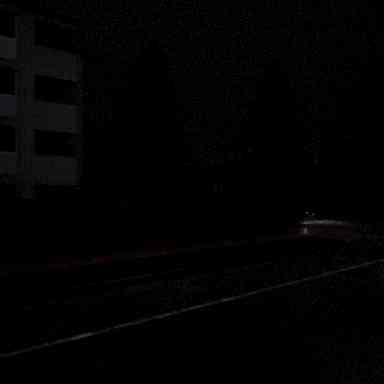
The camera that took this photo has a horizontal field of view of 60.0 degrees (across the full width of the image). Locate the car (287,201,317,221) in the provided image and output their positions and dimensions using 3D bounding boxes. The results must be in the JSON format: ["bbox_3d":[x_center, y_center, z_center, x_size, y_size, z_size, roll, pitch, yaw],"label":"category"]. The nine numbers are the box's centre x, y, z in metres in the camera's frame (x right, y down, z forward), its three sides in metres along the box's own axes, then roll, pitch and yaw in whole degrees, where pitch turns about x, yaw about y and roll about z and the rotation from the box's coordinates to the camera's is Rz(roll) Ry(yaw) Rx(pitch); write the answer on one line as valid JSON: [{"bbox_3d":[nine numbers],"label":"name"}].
[{"bbox_3d":[7.820,1.470,27.316,1.837,1.490,4.892,0,0,-36],"label":"car"}]

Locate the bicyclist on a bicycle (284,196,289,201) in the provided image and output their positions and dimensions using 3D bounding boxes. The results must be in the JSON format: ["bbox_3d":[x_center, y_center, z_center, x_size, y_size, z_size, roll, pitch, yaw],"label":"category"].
[{"bbox_3d":[10.827,1.261,38.482,1.656,1.620,0.582,0,0,-36],"label":"bicyclist on a bicycle"}]
